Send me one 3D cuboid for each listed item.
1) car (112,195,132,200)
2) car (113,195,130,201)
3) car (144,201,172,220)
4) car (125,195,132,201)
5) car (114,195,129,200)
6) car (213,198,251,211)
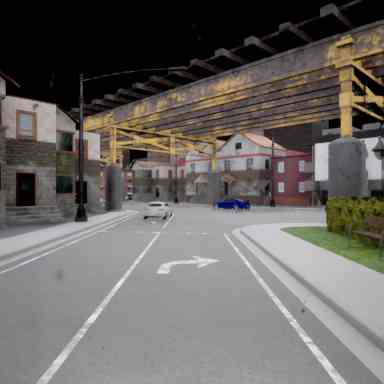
[{"bbox_3d":[-16.904,1.295,80.091,4.536,1.218,1.853,0,0,-15],"label":"car"},{"bbox_3d":[-17.637,1.452,83.746,2.038,1.542,4.974,0,0,15],"label":"car"},{"bbox_3d":[-2.828,1.525,28.204,1.812,1.442,4.674,0,0,5],"label":"car"},{"bbox_3d":[-16.954,1.452,80.078,4.974,1.542,2.038,0,0,-15],"label":"car"},{"bbox_3d":[-17.624,1.295,83.796,1.853,1.218,4.536,0,0,15],"label":"car"},{"bbox_3d":[4.836,1.477,40.862,1.882,1.535,5.008,0,0,-45],"label":"car"}]
